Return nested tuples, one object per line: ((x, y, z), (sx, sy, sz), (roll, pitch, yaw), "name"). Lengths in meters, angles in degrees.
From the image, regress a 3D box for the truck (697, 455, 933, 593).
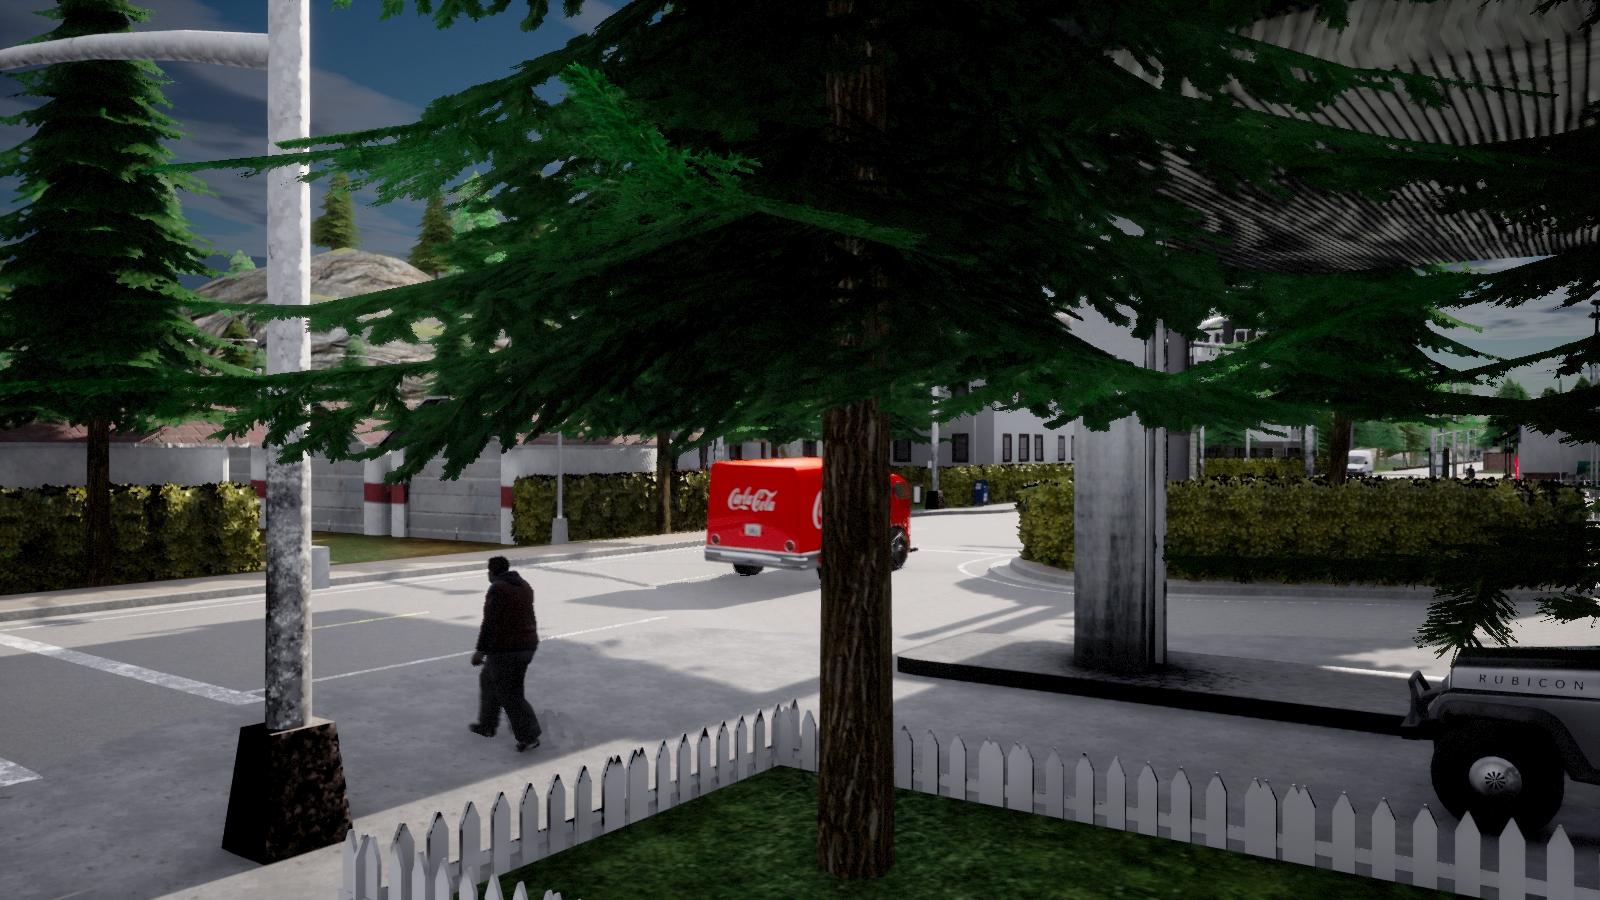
((0.469, 1.430, 24.628), (2.627, 2.467, 5.204), (2, 2, 34), "truck")

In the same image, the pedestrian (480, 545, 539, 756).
((-2.676, 1.825, 10.532), (0.375, 1.860, 0.375), (0, 0, 20), "pedestrian")
